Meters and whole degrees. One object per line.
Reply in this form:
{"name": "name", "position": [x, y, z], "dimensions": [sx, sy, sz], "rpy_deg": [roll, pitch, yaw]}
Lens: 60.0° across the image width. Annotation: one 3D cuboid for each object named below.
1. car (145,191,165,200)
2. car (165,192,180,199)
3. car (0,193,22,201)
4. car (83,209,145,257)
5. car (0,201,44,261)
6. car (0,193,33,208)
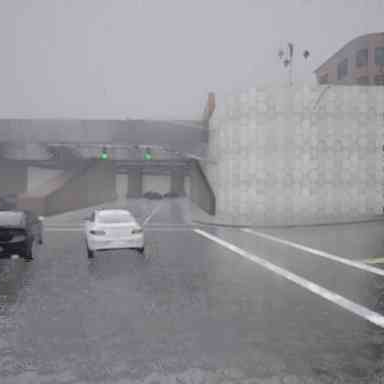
{"name": "car", "position": [-6.475, 0.731, 58.937], "dimensions": [1.994, 1.385, 4.181], "rpy_deg": [0, 1, 4]}
{"name": "car", "position": [-4.184, 0.606, 68.508], "dimensions": [1.994, 1.385, 4.181], "rpy_deg": [1, 1, 26]}
{"name": "car", "position": [-15.623, 1.083, 26.942], "dimensions": [1.812, 1.442, 4.674], "rpy_deg": [0, 1, -3]}
{"name": "car", "position": [-2.898, 1.328, 12.092], "dimensions": [1.812, 1.442, 4.674], "rpy_deg": [0, 1, -18]}
{"name": "car", "position": [-6.121, 1.280, 11.077], "dimensions": [1.882, 1.535, 5.008], "rpy_deg": [0, 1, -19]}
{"name": "car", "position": [-19.652, 0.915, 36.906], "dimensions": [1.837, 1.490, 4.892], "rpy_deg": [0, 1, -3]}
